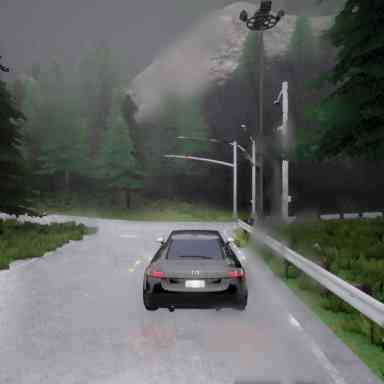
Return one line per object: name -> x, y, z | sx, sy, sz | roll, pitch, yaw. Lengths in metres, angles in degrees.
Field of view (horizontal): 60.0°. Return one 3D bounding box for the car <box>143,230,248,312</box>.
car -> 0.075, 1.564, 7.782 | 1.994, 1.385, 4.181 | 0, 0, 1
